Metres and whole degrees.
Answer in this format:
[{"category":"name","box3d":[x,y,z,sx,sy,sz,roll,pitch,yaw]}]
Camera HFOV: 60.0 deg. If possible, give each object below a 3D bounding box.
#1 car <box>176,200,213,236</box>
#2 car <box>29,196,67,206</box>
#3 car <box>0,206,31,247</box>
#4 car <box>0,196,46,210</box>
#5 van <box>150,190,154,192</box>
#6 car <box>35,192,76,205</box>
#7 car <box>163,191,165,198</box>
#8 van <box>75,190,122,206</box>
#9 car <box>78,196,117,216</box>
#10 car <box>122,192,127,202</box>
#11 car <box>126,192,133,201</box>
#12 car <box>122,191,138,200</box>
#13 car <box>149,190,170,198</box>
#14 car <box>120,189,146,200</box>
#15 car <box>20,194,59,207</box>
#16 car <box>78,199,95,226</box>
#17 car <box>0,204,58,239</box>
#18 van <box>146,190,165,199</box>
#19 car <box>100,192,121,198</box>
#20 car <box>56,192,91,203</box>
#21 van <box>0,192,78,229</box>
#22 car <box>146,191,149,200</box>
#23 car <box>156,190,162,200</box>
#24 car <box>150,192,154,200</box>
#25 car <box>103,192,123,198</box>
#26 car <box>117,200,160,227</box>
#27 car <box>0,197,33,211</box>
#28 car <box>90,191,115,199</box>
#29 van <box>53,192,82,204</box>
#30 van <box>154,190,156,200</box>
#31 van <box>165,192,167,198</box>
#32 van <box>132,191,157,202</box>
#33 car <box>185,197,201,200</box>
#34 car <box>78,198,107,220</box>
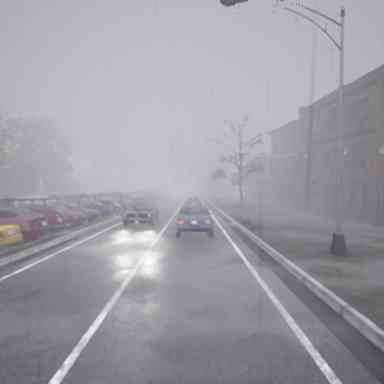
[{"category":"car","box3d":[0.122,1.387,17.297,2.033,1.411,5.357,-1,0,0]},{"category":"car","box3d":[-21.875,1.336,50.693,4.792,1.488,2.163,-1,0,0]},{"category":"car","box3d":[-9.033,1.454,11.919,5.366,1.575,1.946,-1,0,0]},{"category":"car","box3d":[-21.723,1.366,42.365,5.366,1.575,1.946,-1,0,0]},{"category":"van","box3d":[-8.942,0.907,53.966,4.442,1.987,1.878,-1,0,0]},{"category":"car","box3d":[-21.934,1.034,53.466,5.566,2.045,2.435,-1,0,0]},{"category":"car","box3d":[-8.842,1.008,70.794,4.792,1.488,2.163,-1,1,0]},{"category":"van","box3d":[-8.724,1.099,28.737,4.442,1.987,1.878,-1,0,0]},{"category":"car","box3d":[-8.834,1.347,25.935,5.008,1.535,2.097,-1,0,0]},{"category":"car","box3d":[-8.869,1.179,31.541,4.553,1.767,2.185,-1,0,0]},{"category":"car","box3d":[-8.805,1.157,34.344,4.553,1.767,2.185,-1,0,0]},{"category":"car","box3d":[-8.803,1.135,37.147,4.553,1.767,2.185,-1,0,0]},{"category":"car","box3d":[-8.778,0.432,90.413,5.566,2.045,2.435,-1,1,0]},{"category":"car","box3d":[-8.806,0.988,39.949,5.566,2.045,2.435,-1,0,0]},{"category":"car","box3d":[-21.938,1.203,47.914,4.553,1.767,2.185,-1,0,0]},{"category":"car","box3d":[-8.813,1.420,20.329,4.792,1.488,2.163,-1,0,0]},{"category":"car","box3d":[-8.875,1.464,14.723,4.792,1.488,2.163,-1,0,0]},{"category":"van","box3d":[-8.927,0.590,82.004,4.442,1.987,1.878,-1,1,0]},{"category":"car","box3d":[-21.889,0.849,89.556,4.892,1.521,2.231,-1,1,0]},{"category":"car","box3d":[-21.928,0.970,61.793,5.566,2.045,2.435,-1,0,0]},{"category":"van","box3d":[-8.730,1.185,17.524,4.442,1.987,1.878,-1,0,0]},{"category":"car","box3d":[-8.804,0.966,42.752,5.566,2.045,2.435,-1,0,0]},{"category":"car","box3d":[-8.794,0.837,59.573,5.566,2.045,2.435,-1,0,0]},{"category":"car","box3d":[-8.818,1.154,51.164,4.892,1.521,2.231,-1,0,0]},{"category":"car","box3d":[-21.910,0.834,92.331,4.792,1.488,2.163,-1,1,0]},{"category":"car","box3d":[-3.199,1.445,21.550,1.895,1.301,4.718,-1,0,0]},{"category":"car","box3d":[-21.916,1.393,39.589,4.892,1.521,2.231,-1,0,0]},{"category":"car","box3d":[-21.861,0.725,81.226,5.566,2.045,2.435,-1,1,0]},{"category":"van","box3d":[-22.018,1.018,59.017,4.442,1.987,1.878,-1,0,0]},{"category":"van","box3d":[-8.940,0.886,56.769,4.442,1.987,1.878,-1,0,0]},{"category":"van","box3d":[-8.696,0.674,76.395,4.442,1.987,1.878,-1,1,0]},{"category":"van","box3d":[-8.937,0.842,62.373,4.442,1.987,1.878,-1,1,0]},{"category":"car","box3d":[0.177,1.229,39.246,1.994,1.385,4.181,-1,0,0]},{"category":"car","box3d":[-8.812,1.398,23.132,4.792,1.488,2.163,-1,0,0]}]
